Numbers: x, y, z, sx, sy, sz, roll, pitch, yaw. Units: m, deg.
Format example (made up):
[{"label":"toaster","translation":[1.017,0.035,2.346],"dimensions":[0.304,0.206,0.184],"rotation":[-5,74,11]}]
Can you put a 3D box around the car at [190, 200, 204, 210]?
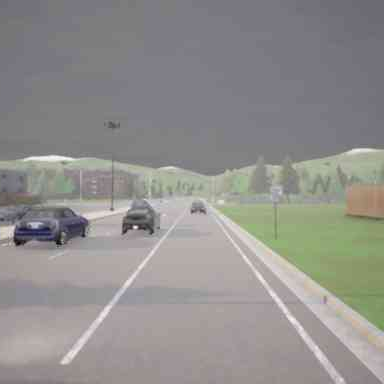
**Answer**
[{"label":"car","translation":[0.869,2.064,54.397],"dimensions":[2.128,1.511,4.902],"rotation":[0,-1,1]}]

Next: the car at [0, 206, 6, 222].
[{"label":"car","translation":[-14.611,1.769,27.623],"dimensions":[2.128,1.511,4.902],"rotation":[0,-1,1]}]

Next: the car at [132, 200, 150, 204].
[{"label":"car","translation":[-6.256,1.774,40.787],"dimensions":[2.097,1.767,4.553],"rotation":[0,-1,1]}]

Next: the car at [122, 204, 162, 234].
[{"label":"car","translation":[-3.084,1.721,20.770],"dimensions":[1.837,1.490,4.892],"rotation":[0,-1,1]}]

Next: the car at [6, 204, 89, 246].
[{"label":"car","translation":[-6.652,1.518,16.308],"dimensions":[2.097,1.767,4.553],"rotation":[0,-1,1]}]

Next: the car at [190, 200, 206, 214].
[{"label":"car","translation":[0.758,2.039,41.596],"dimensions":[1.895,1.301,4.718],"rotation":[0,-1,1]}]
